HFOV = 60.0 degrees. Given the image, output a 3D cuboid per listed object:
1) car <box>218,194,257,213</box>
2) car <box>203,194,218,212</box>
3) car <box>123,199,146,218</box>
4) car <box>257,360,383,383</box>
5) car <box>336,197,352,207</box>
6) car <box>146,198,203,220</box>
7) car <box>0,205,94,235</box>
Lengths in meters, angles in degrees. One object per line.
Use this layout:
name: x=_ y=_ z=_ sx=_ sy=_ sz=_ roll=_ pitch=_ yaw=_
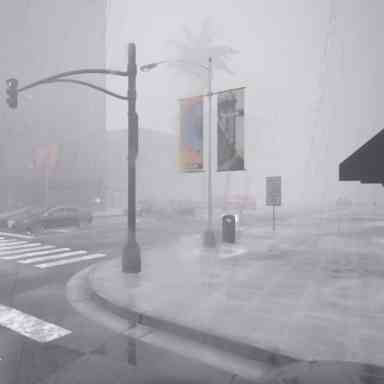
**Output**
car: x=5.607 y=1.290 z=38.571 sx=2.150 sy=2.045 sz=5.566 roll=0 pitch=0 yaw=35
car: x=2.684 y=1.286 z=40.066 sx=2.150 sy=2.045 sz=5.566 roll=0 pitch=0 yaw=36
car: x=-4.167 y=1.392 z=30.369 sx=2.097 sy=1.767 sz=4.553 roll=0 pitch=0 yaw=35
car: x=2.154 y=1.550 z=1.310 sx=4.403 sy=1.369 sz=2.008 roll=0 pitch=0 yaw=36
car: x=24.731 y=1.626 z=54.060 sx=2.128 sy=1.511 sz=4.902 roll=0 pitch=0 yaw=35
car: x=-1.408 y=1.395 z=28.643 sx=2.097 sy=1.767 sz=4.553 roll=0 pitch=0 yaw=35
car: x=-8.028 y=1.515 z=19.241 sx=2.128 sy=1.511 sz=4.902 roll=0 pitch=0 yaw=35
